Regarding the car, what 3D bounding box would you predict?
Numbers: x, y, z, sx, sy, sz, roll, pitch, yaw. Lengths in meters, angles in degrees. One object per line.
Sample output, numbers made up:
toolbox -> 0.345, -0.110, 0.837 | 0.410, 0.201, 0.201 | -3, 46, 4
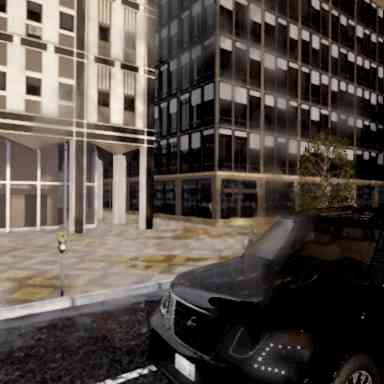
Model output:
car -> 2.173, 1.264, 4.653 | 5.566, 2.045, 2.150 | 1, 0, -36
